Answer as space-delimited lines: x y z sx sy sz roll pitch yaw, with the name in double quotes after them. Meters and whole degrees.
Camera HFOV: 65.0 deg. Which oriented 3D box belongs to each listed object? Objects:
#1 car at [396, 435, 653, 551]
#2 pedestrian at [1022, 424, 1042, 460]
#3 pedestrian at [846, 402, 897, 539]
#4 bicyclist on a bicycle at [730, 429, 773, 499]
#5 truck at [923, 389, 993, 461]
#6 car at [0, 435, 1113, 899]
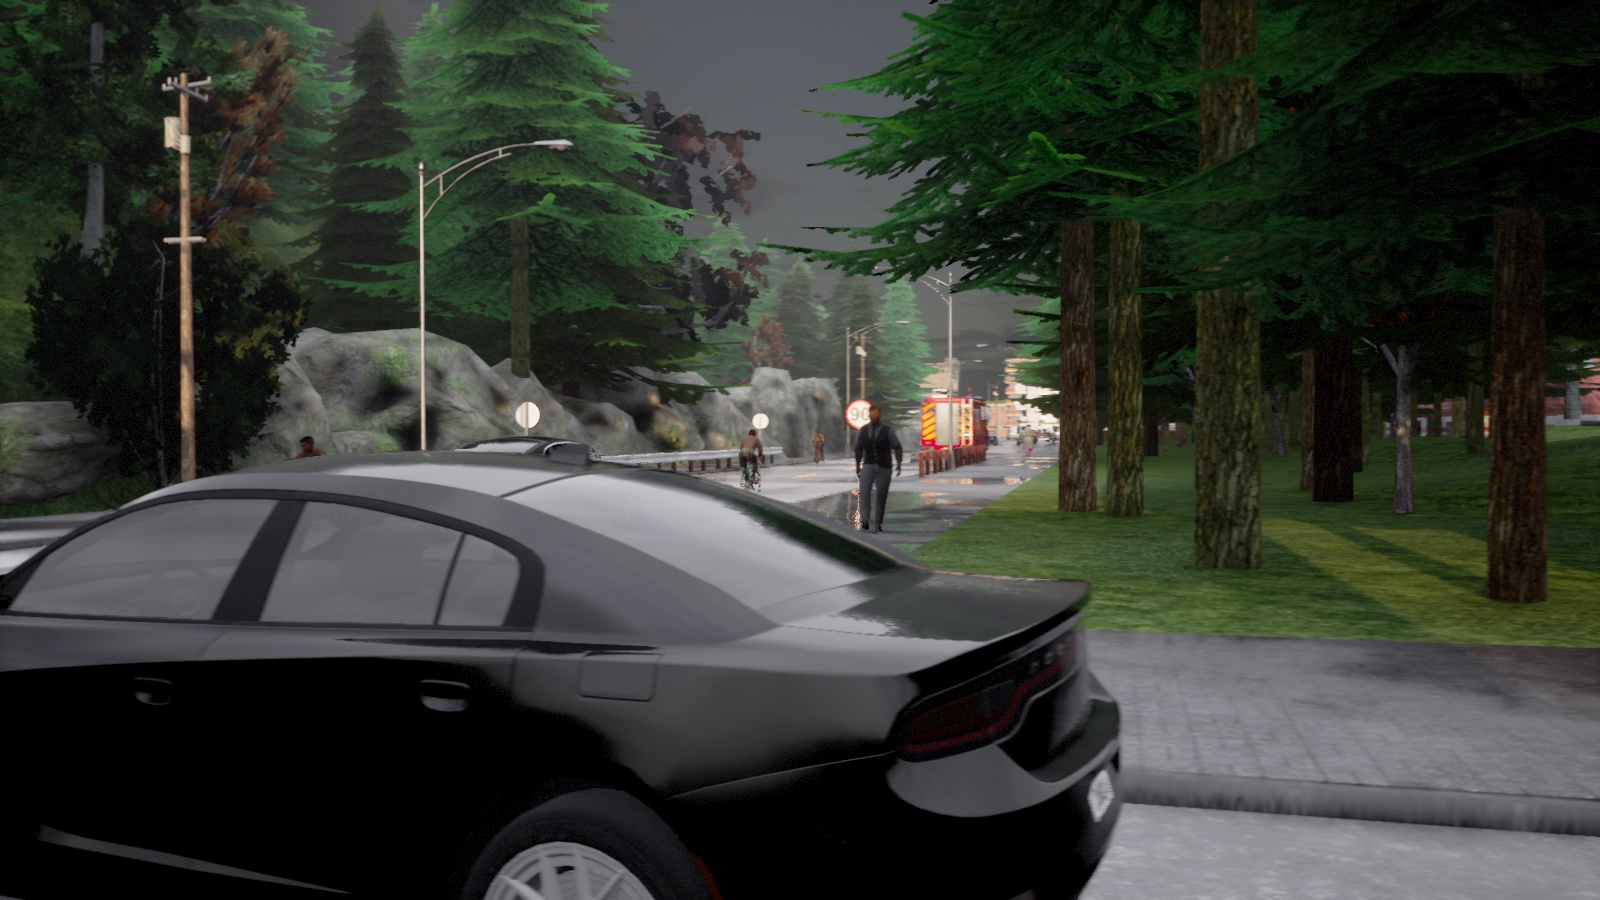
-3.945 0.527 18.975 1.837 1.490 4.892 0 1 14 "car"
12.656 -0.449 68.631 0.873 1.952 0.659 0 1 -40 "pedestrian"
1.020 0.272 17.722 0.563 1.883 0.849 0 1 14 "pedestrian"
-1.148 0.317 30.194 0.582 1.620 1.656 0 1 14 "bicyclist on a bicycle"
9.070 -1.378 71.213 2.891 3.827 8.468 0 1 14 "truck"
-1.615 0.732 4.390 5.008 1.535 1.882 1 1 24 "car"
